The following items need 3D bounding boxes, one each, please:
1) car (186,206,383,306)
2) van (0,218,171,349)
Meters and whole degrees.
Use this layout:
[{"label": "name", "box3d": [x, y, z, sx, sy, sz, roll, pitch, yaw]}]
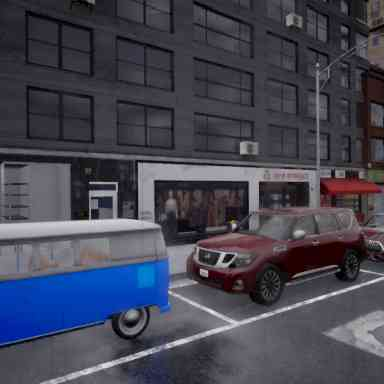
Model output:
[{"label": "car", "box3d": [2.286, 1.313, 8.178, 5.009, 1.841, 2.192, 0, -1, -35]}, {"label": "van", "box3d": [-2.261, 1.341, 4.934, 3.998, 1.788, 1.690, 0, -1, -35]}]
